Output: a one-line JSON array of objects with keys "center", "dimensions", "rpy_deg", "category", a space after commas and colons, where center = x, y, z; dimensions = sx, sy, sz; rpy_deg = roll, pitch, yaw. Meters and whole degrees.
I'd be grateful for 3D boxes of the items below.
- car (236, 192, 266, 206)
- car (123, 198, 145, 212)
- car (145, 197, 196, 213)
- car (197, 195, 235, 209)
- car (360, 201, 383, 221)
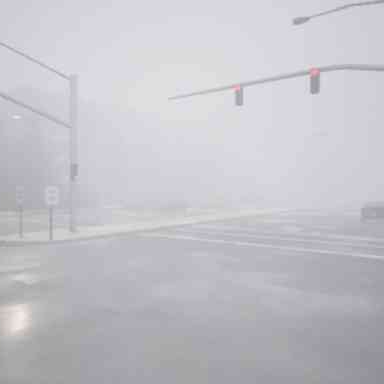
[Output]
[{"center": [9.439, 1.083, 51.222], "dimensions": [2.150, 2.045, 5.566], "rpy_deg": [0, 1, 35], "category": "car"}, {"center": [-5.110, 1.389, 36.593], "dimensions": [2.033, 1.411, 5.357], "rpy_deg": [0, 0, 35], "category": "car"}, {"center": [-2.161, 1.355, 34.718], "dimensions": [2.128, 1.511, 4.902], "rpy_deg": [0, 0, 35], "category": "car"}, {"center": [3.096, 1.216, 42.197], "dimensions": [2.097, 1.767, 4.553], "rpy_deg": [0, 0, 35], "category": "car"}, {"center": [14.442, 1.460, 25.875], "dimensions": [1.882, 1.535, 5.008], "rpy_deg": [0, 0, 35], "category": "car"}]
